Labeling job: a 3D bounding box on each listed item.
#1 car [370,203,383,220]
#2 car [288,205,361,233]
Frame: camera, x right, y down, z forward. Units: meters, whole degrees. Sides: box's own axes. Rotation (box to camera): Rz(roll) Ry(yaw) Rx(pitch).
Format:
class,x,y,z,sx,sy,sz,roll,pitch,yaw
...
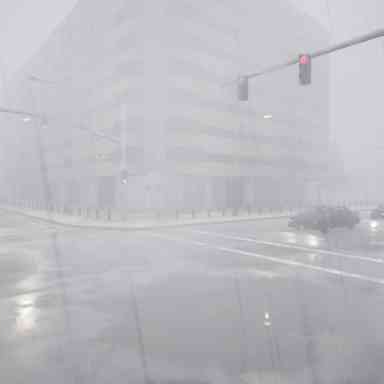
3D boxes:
class,x,y,z,sx,sy,sz,roll,pitch,yaw
car,15.450,1.456,25.575,4.181,1.385,1.994,0,1,-40
car,7.815,1.462,19.240,5.357,1.411,2.033,0,1,-40
